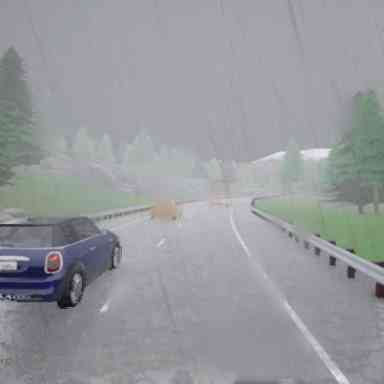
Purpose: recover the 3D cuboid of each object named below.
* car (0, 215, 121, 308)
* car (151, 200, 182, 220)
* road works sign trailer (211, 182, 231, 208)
[{"bbox_3d":[-3.199,1.318,8.031,2.097,1.767,4.553,0,0,2],"label":"car"},{"bbox_3d":[-1.984,1.377,26.761,1.882,1.535,5.008,0,0,5],"label":"car"},{"bbox_3d":[3.828,0.305,45.432,2.380,3.560,2.880,0,0,11],"label":"road works sign trailer"}]
